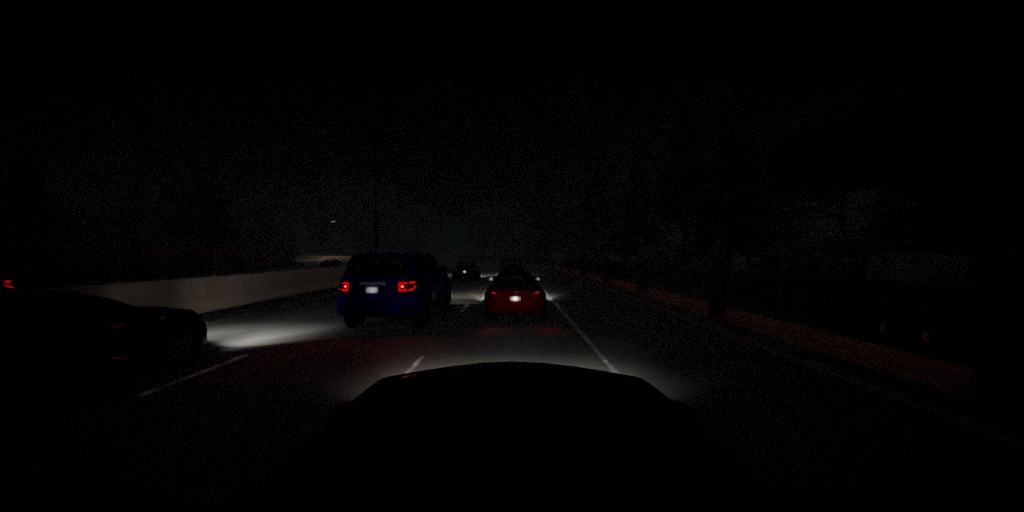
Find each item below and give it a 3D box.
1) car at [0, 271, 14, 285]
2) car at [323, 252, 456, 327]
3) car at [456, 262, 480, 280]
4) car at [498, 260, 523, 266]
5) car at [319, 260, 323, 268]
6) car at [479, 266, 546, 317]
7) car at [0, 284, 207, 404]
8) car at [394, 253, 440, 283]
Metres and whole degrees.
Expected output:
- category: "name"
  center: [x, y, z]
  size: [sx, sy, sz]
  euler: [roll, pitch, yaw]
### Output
- category: "car"
  center: [-14.102, 0.933, 7.012]
  size: [2.150, 2.045, 5.566]
  euler: [0, 0, 0]
- category: "car"
  center: [-3.402, 0.900, 11.392]
  size: [2.150, 2.045, 5.566]
  euler: [0, 0, 0]
- category: "car"
  center: [-3.582, 1.117, 28.405]
  size: [1.994, 1.385, 4.181]
  euler: [0, 0, -2]
- category: "car"
  center: [-0.125, 1.023, 29.435]
  size: [1.882, 1.535, 5.008]
  euler: [0, 0, -2]
- category: "car"
  center: [-24.277, 0.973, 48.070]
  size: [1.994, 1.385, 4.181]
  euler: [0, 0, -15]
- category: "car"
  center: [0.098, 1.233, 12.728]
  size: [1.994, 1.385, 4.181]
  euler: [0, 0, 0]
- category: "car"
  center: [-6.903, 1.231, 5.020]
  size: [1.837, 1.490, 4.892]
  euler: [0, 0, 0]
- category: "car"
  center: [-7.006, 0.785, 27.014]
  size: [2.150, 2.045, 5.566]
  euler: [0, 0, -2]
